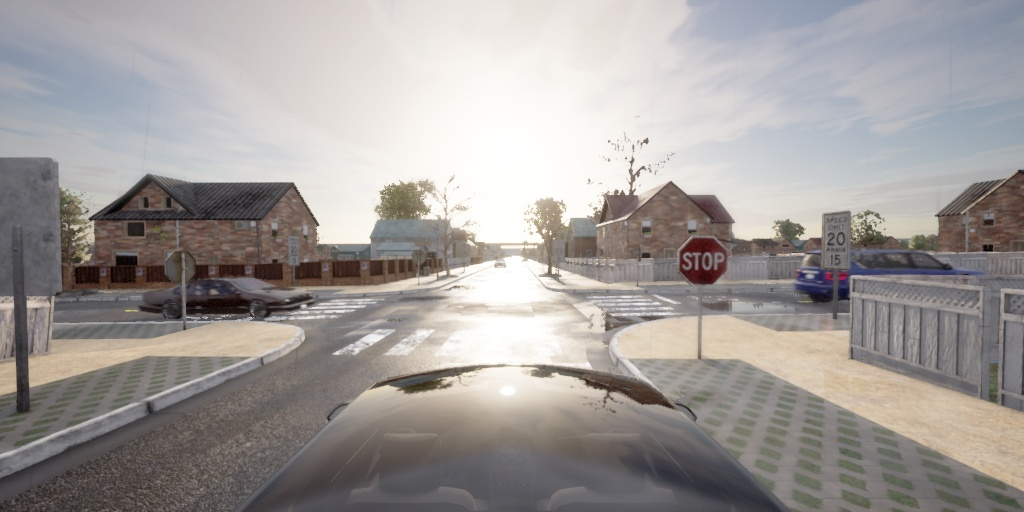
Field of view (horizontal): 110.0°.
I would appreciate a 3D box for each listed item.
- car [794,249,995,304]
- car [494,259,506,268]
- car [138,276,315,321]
[{"bbox_3d":[13.191,0.776,12.596,5.566,2.045,2.150,-1,1,1],"label":"car"},{"bbox_3d":[-1.992,1.233,62.248,1.812,1.442,4.674,0,0,1],"label":"car"},{"bbox_3d":[-10.207,1.464,13.013,5.357,1.411,2.033,-1,1,1],"label":"car"}]
